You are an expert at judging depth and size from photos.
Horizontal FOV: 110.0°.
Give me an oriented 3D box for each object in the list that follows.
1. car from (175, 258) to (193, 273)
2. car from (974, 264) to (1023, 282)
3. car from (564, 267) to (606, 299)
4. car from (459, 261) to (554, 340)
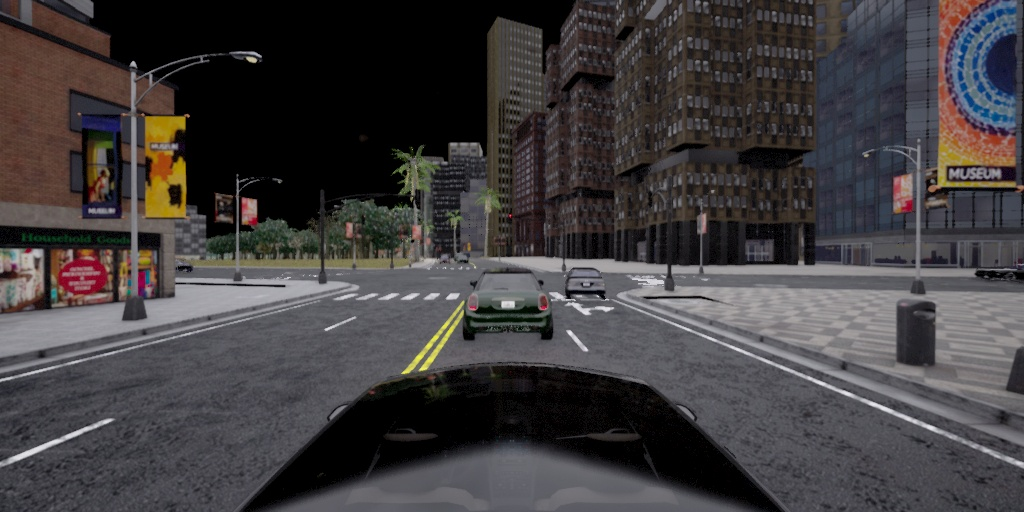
[{"bbox_3d":[-36.097,0.929,37.710,4.553,1.767,2.097,0,0,13],"label":"car"},{"bbox_3d":[38.701,1.267,27.126,4.718,1.301,1.895,0,0,13],"label":"car"},{"bbox_3d":[3.634,1.277,18.044,2.033,1.411,5.357,0,0,9],"label":"car"},{"bbox_3d":[-0.135,1.092,10.076,2.097,1.767,4.553,0,0,-1],"label":"car"}]
